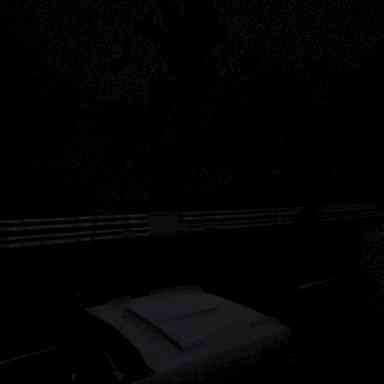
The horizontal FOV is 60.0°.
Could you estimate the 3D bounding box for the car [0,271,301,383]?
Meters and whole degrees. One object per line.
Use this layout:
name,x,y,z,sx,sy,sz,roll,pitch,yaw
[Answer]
car,-1.197,1.598,2.878,4.718,1.301,1.895,0,0,-35

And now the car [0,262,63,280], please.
car,-4.516,1.547,4.825,5.357,1.411,2.033,0,0,-35
